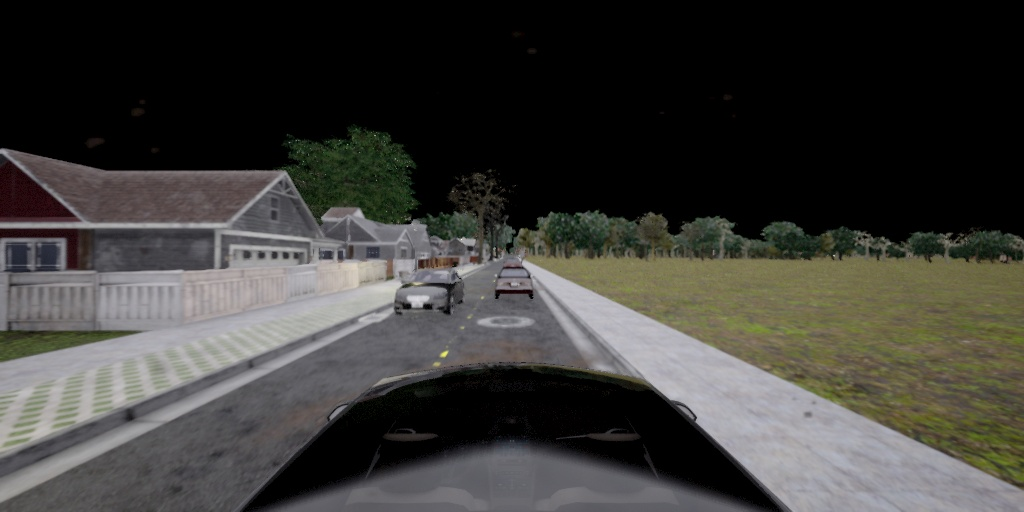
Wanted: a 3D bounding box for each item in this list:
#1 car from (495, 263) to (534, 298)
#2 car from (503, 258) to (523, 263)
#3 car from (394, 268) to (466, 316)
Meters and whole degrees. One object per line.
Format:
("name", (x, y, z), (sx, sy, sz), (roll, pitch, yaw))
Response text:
("car", (0.096, 1.240, 17.880), (2.033, 1.411, 5.357), (0, 0, 0))
("car", (0.090, 0.967, 38.679), (2.097, 1.767, 4.553), (0, 0, 0))
("car", (-2.851, 1.201, 13.262), (2.128, 1.511, 4.902), (0, 0, 0))
